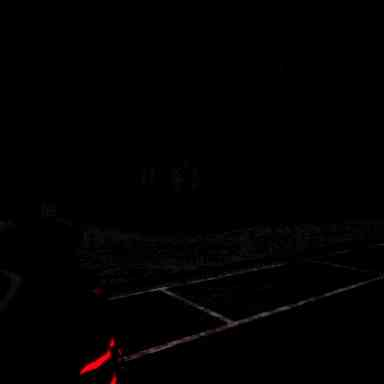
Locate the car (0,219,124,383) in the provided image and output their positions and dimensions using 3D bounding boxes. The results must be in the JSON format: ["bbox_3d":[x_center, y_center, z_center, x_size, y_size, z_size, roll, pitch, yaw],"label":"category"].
[{"bbox_3d":[-2.999,1.230,1.239,5.566,2.045,2.150,0,0,-35],"label":"car"}]

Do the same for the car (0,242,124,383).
[{"bbox_3d":[-3.212,1.583,4.249,4.206,1.307,1.802,0,0,-35],"label":"car"}]
